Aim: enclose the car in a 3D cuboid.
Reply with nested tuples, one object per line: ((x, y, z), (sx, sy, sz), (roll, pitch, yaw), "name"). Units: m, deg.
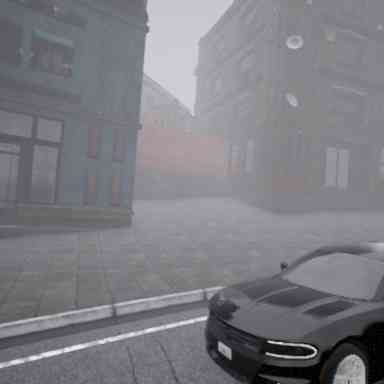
((2.553, 1.533, 4.948), (5.008, 1.535, 1.882), (1, -1, -29), "car")
